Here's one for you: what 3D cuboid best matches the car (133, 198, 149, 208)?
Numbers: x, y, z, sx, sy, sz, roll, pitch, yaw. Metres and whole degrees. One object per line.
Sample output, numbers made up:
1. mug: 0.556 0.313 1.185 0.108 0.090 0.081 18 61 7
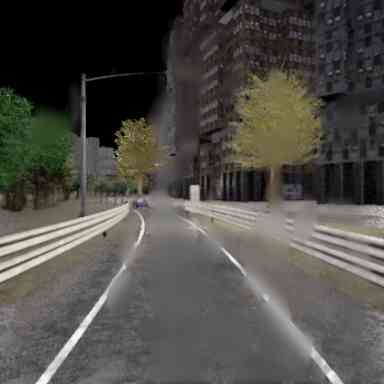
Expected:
1. car: -7.836 1.701 50.548 1.812 1.442 4.674 0 0 -18
